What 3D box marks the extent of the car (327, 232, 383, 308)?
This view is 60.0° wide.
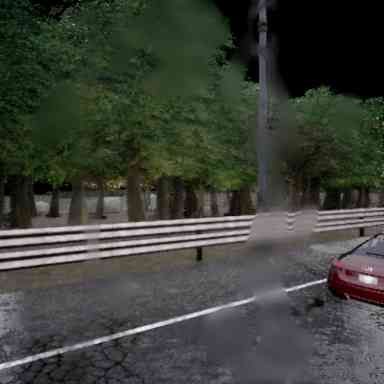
[{"bbox_3d":[4.811,1.544,7.153,4.181,1.385,1.994,0,0,-35],"label":"car"}]
